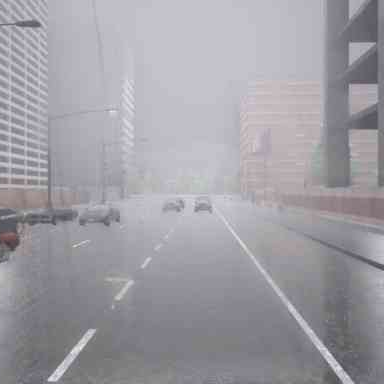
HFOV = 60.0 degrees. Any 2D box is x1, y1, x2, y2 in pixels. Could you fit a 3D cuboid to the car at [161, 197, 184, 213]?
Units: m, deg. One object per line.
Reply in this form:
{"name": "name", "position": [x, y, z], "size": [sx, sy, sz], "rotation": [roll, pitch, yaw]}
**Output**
{"name": "car", "position": [-2.240, 1.526, 37.695], "size": [1.812, 1.442, 4.674], "rotation": [0, 0, 2]}

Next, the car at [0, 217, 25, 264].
{"name": "car", "position": [-6.850, 1.601, 9.124], "size": [1.895, 1.301, 4.718], "rotation": [0, 0, 2]}

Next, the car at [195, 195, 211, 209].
{"name": "car", "position": [1.557, 1.352, 47.265], "size": [2.097, 1.767, 4.553], "rotation": [0, 0, 2]}

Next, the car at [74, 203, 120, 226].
{"name": "car", "position": [-6.306, 1.525, 23.281], "size": [1.812, 1.442, 4.674], "rotation": [0, 0, 2]}

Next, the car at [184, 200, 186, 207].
{"name": "car", "position": [-1.950, 1.505, 47.036], "size": [1.837, 1.490, 4.892], "rotation": [0, 0, 2]}

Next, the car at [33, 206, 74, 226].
{"name": "car", "position": [-9.792, 1.668, 23.682], "size": [1.895, 1.301, 4.718], "rotation": [0, 0, 2]}

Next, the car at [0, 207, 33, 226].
{"name": "car", "position": [-10.119, 1.507, 16.352], "size": [1.837, 1.490, 4.892], "rotation": [0, -1, 2]}

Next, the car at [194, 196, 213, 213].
{"name": "car", "position": [1.245, 1.526, 37.215], "size": [1.812, 1.442, 4.674], "rotation": [0, 0, 2]}
